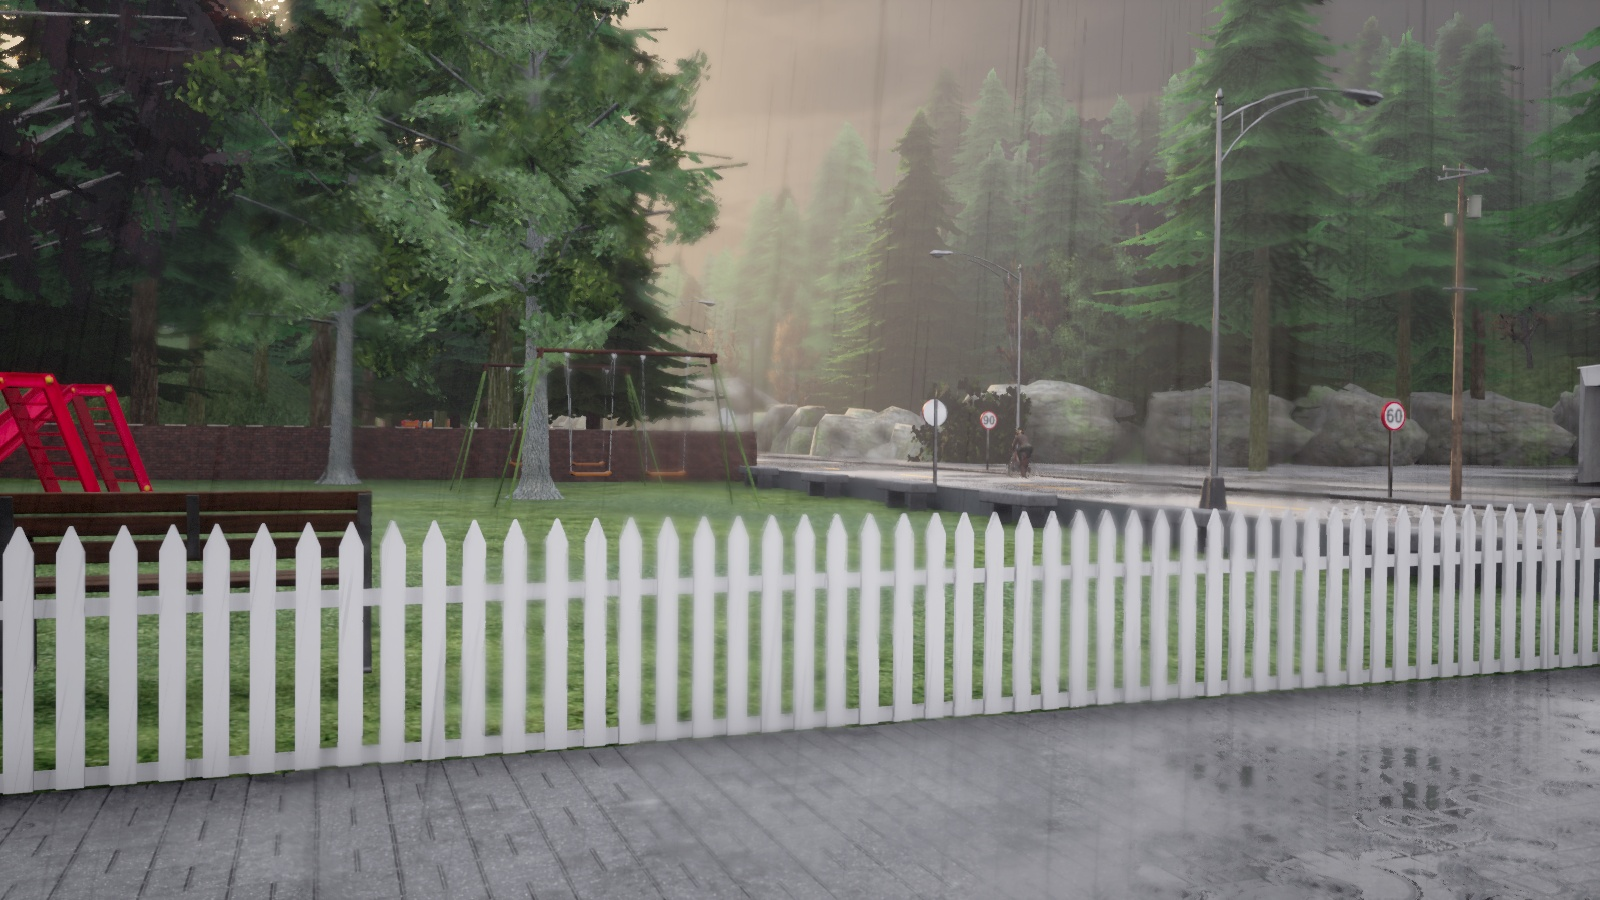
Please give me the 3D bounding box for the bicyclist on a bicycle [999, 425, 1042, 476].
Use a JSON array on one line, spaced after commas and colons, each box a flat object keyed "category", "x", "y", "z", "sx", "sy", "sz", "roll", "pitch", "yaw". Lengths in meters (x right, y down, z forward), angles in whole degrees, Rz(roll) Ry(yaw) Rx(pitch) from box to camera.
[{"category": "bicyclist on a bicycle", "x": 7.111, "y": 0.015, "z": 40.488, "sx": 0.582, "sy": 1.620, "sz": 1.656, "roll": -1, "pitch": 1, "yaw": -21}]
